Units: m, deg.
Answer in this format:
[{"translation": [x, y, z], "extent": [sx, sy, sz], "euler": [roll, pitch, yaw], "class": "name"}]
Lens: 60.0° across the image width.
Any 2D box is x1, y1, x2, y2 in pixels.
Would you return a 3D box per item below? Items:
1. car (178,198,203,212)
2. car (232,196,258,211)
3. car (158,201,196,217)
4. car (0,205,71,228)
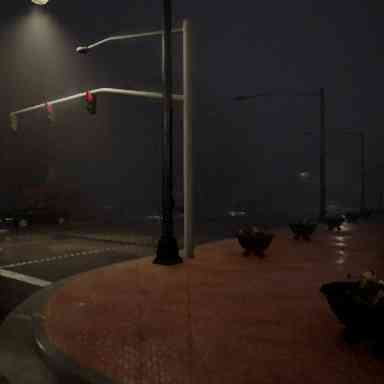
[{"translation": [-0.695, 1.766, 45.240], "extent": [2.150, 2.045, 5.566], "euler": [0, -1, 35], "class": "car"}, {"translation": [8.384, 1.963, 51.957], "extent": [2.150, 2.045, 5.566], "euler": [0, -1, 35], "class": "car"}, {"translation": [-1.879, 1.991, 37.469], "extent": [1.994, 1.385, 4.181], "euler": [0, -1, 35], "class": "car"}, {"translation": [-11.254, 1.718, 24.095], "extent": [1.837, 1.490, 4.892], "euler": [0, 0, 36], "class": "car"}]
